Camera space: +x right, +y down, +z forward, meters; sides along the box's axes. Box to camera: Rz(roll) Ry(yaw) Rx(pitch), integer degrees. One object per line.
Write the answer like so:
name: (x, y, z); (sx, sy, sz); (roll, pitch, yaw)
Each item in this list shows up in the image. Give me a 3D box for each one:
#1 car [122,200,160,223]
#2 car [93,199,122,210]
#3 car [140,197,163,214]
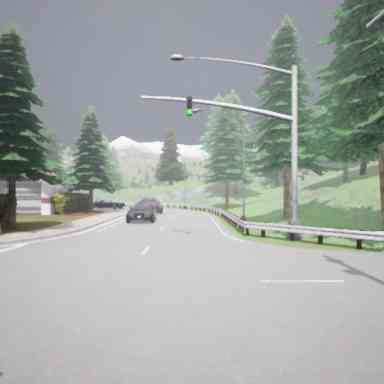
car: (-3.734, 1.544, 25.120); (1.994, 1.385, 4.181); (0, 0, -2)
car: (-10.969, 1.575, 42.721); (4.718, 1.301, 1.895); (0, 0, 15)
car: (-4.472, 1.325, 34.918); (2.097, 1.767, 4.553); (0, 0, -19)
